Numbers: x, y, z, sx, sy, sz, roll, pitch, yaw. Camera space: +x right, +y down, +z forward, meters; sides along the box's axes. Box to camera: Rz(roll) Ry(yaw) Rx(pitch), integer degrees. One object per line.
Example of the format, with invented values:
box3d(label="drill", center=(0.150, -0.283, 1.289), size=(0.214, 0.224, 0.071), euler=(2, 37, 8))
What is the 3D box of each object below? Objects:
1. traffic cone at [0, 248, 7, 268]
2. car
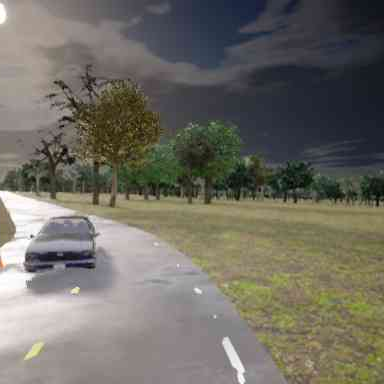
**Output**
box3d(label="traffic cone", center=(-5.667, 1.918, 9.784), size=(0.340, 0.580, 0.340), euler=(0, 0, -14))
box3d(label="car", center=(-4.095, 1.519, 11.052), size=(2.033, 1.411, 5.357), euler=(0, 0, -16))
